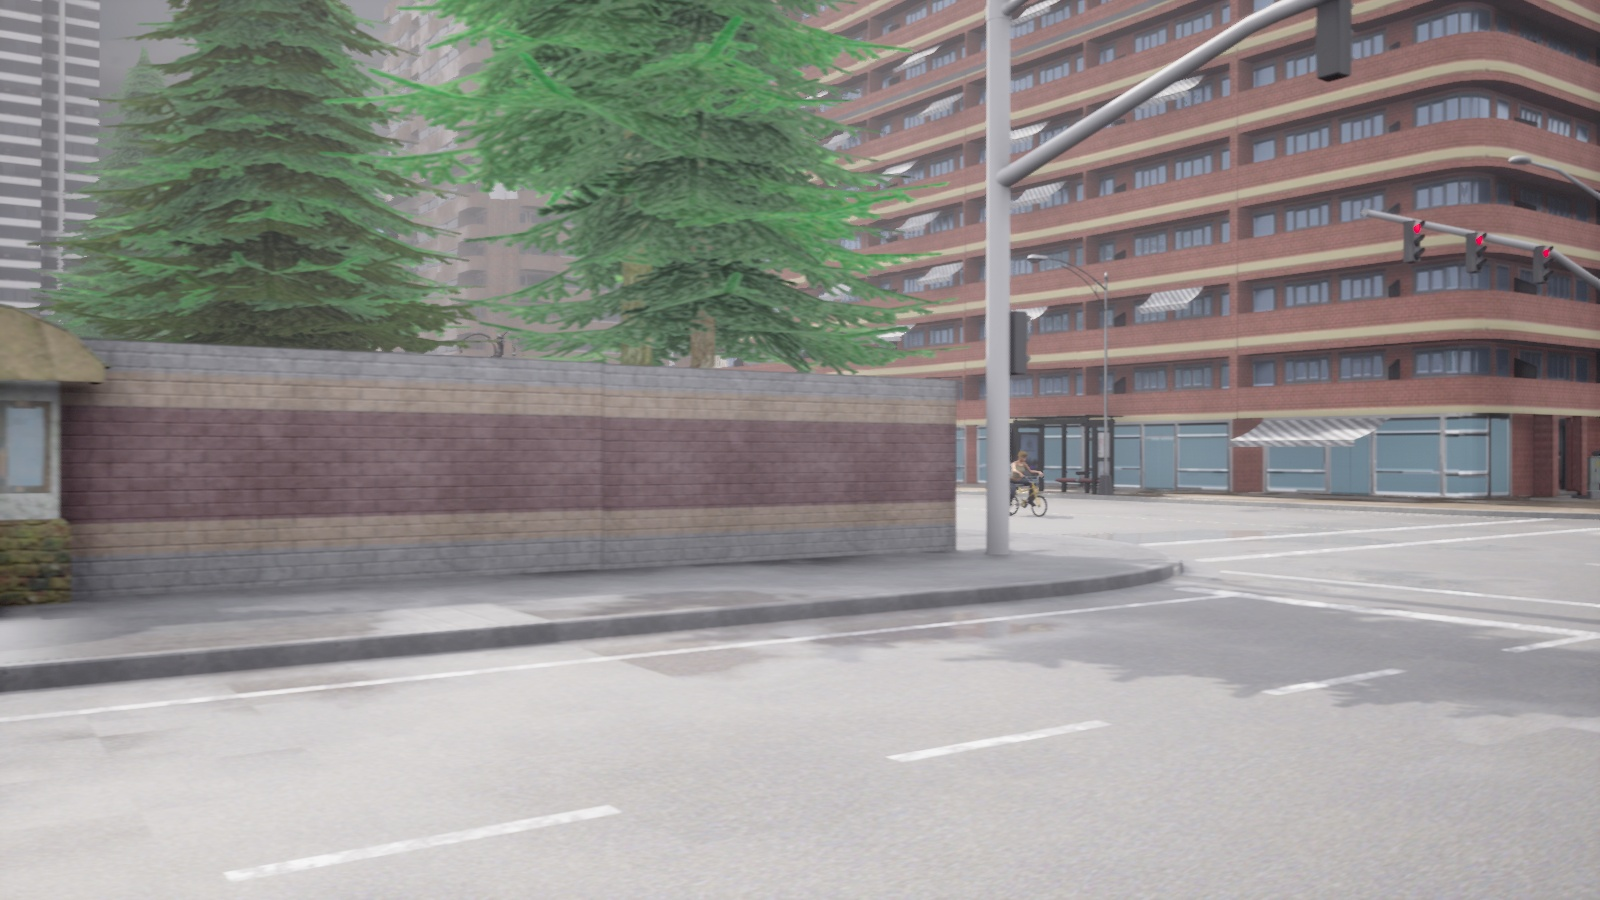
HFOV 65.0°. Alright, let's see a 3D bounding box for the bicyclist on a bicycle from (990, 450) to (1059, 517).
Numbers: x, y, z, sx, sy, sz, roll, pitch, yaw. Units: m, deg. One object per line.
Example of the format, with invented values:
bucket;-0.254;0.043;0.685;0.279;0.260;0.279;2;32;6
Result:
bicyclist on a bicycle;5.501;0.801;30.829;0.866;1.612;1.509;0;0;-34
